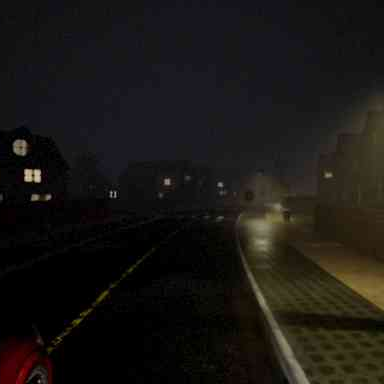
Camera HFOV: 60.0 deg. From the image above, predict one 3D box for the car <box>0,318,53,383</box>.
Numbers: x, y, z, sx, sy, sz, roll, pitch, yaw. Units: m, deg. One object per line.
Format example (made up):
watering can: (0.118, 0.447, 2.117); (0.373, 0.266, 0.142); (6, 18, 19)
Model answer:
car: (-2.383, 1.561, 1.592); (1.994, 1.385, 4.181); (0, 0, 1)

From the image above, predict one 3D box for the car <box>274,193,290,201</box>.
car: (20.441, 1.322, 76.697); (1.895, 1.301, 4.718); (0, 0, 32)

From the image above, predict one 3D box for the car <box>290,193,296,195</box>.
car: (25.919, 1.049, 85.367); (2.128, 1.511, 4.902); (0, 0, 35)
